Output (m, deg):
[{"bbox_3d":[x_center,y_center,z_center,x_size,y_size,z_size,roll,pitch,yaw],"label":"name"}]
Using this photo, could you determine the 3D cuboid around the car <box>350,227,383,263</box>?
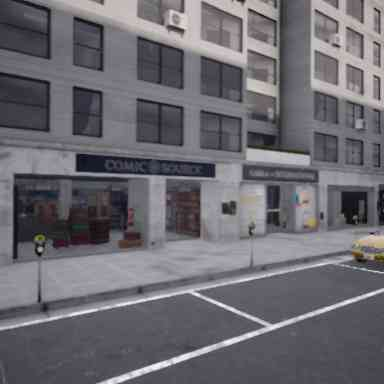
[{"bbox_3d":[7.265,1.630,11.363,4.829,1.417,1.752,1,0,-35],"label":"car"}]
